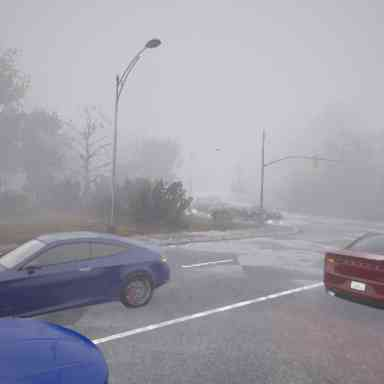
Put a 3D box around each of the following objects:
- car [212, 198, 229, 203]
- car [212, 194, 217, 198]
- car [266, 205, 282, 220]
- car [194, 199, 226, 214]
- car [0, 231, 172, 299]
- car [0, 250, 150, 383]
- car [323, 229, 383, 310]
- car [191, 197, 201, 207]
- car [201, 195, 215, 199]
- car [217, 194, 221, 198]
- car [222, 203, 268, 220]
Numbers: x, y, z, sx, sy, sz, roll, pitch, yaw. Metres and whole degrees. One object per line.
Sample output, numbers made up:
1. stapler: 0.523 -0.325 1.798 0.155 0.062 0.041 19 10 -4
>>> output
1. car: 4.620 2.103 46.472 2.033 1.411 5.357 3 1 -18
2. car: 3.207 1.305 70.062 2.128 1.511 4.902 2 2 -6
3. car: 8.096 2.214 37.261 1.837 1.490 4.892 3 -1 -21
4. car: 2.249 2.034 42.784 1.994 1.385 4.181 3 0 -19
5. car: -2.599 1.527 6.400 4.674 1.442 1.812 0 0 -35
6. car: -2.899 1.478 1.675 5.008 1.535 1.882 0 0 -36
7. car: 4.959 1.554 7.317 5.008 1.535 1.882 1 -1 -35
8. car: -0.662 1.701 52.344 2.128 1.511 4.902 2 1 -15
9. car: 1.904 1.728 56.498 1.837 1.490 4.892 2 2 -12
10. car: 5.851 1.104 79.146 2.033 1.411 5.357 2 2 -1
11. car: 5.407 2.168 34.585 1.895 1.301 4.718 3 -1 -23
